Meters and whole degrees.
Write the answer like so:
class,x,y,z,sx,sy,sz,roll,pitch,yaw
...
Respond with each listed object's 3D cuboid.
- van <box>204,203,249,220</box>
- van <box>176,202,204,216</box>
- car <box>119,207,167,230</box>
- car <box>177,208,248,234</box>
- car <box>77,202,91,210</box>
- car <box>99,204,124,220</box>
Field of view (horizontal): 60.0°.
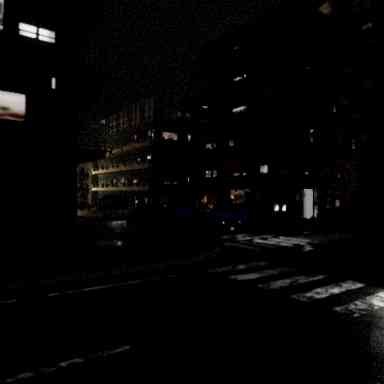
class,x,y,z,sx,sy,sz,roll,pitch,yaw
van,3.232,1.886,29.804,1.690,1.788,3.998,0,-1,-36
van,-0.086,1.959,34.318,1.690,1.788,3.998,0,-1,-36
car,-3.508,2.039,24.882,1.802,1.307,4.206,0,-1,-36
car,1.253,2.026,22.731,1.895,1.301,4.718,1,-1,-36
car,-20.093,2.583,61.533,1.752,1.417,4.829,0,-1,-36
car,-7.817,2.150,35.103,1.812,1.442,4.674,1,-1,-37
